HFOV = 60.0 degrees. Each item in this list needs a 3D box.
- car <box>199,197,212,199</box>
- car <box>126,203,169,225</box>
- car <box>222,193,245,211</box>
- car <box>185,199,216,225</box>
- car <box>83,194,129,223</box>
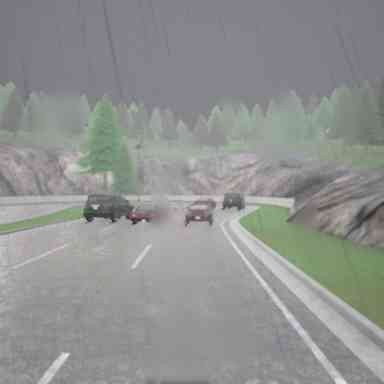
[{"bbox_3d":[1.753,1.412,41.629,1.882,1.535,5.008,0,0,16],"label":"car"},{"bbox_3d":[-2.888,1.564,23.713,1.895,1.301,4.718,0,0,6],"label":"car"},{"bbox_3d":[5.151,1.157,40.811,2.150,2.045,5.566,0,0,16],"label":"car"},{"bbox_3d":[0.636,1.489,23.546,1.812,1.442,4.674,0,0,6],"label":"car"},{"bbox_3d":[-6.185,1.181,25.145,2.150,2.045,5.566,0,0,7],"label":"car"}]
